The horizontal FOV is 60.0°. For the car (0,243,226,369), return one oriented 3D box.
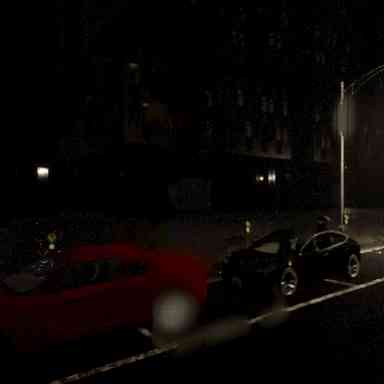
[{"bbox_3d":[-1.810,1.576,5.361,4.507,1.381,1.887,1,-1,-36],"label":"car"}]

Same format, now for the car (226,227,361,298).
[{"bbox_3d":[2.758,1.642,8.733,4.313,1.339,1.947,1,-1,-36],"label":"car"}]
